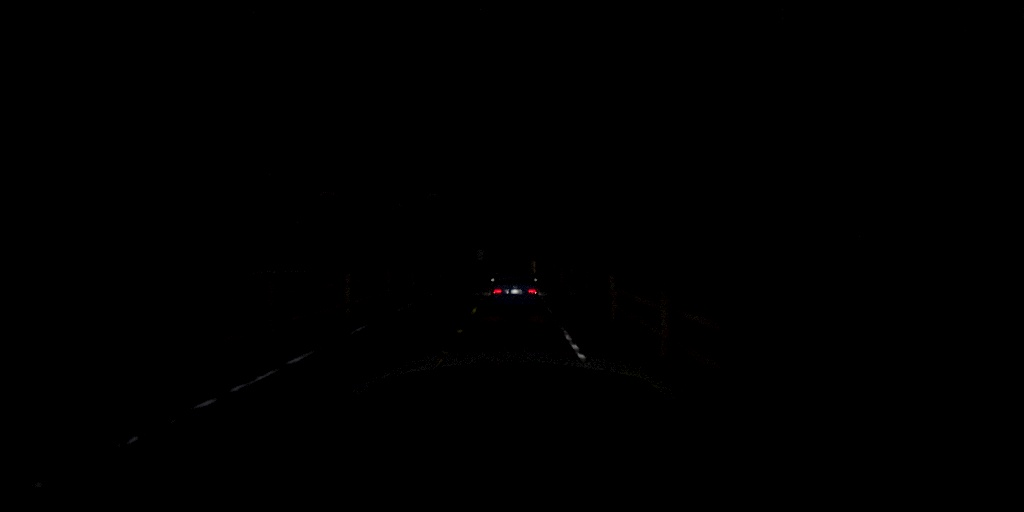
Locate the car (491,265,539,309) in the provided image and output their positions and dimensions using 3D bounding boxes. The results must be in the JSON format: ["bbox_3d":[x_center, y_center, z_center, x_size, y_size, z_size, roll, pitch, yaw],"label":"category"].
[{"bbox_3d":[0.100,1.277,14.877,2.033,1.411,5.357,0,0,0],"label":"car"}]

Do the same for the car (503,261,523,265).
[{"bbox_3d":[0.104,1.208,35.518,1.837,1.490,4.892,0,0,0],"label":"car"}]
